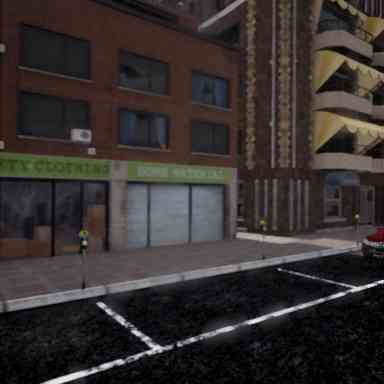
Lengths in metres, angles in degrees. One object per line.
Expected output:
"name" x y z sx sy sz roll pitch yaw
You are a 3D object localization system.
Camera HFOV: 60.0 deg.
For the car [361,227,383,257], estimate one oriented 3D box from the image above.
"car" 7.947 1.707 12.237 4.206 1.307 1.802 1 0 -36
